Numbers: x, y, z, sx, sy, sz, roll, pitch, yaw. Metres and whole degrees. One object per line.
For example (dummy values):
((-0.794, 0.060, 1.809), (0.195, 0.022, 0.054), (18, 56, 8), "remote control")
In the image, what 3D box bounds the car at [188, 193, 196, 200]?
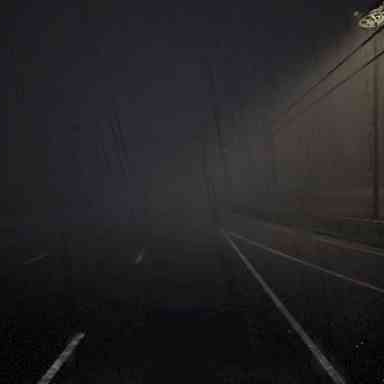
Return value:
((-0.002, 1.545, 92.236), (1.994, 1.385, 4.181), (0, 0, 0), "car")

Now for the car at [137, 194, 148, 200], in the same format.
((-14.002, 1.516, 92.235), (1.812, 1.442, 4.674), (0, 0, 0), "car")

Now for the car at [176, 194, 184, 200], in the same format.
((-3.502, 1.517, 91.819), (2.128, 1.511, 4.902), (0, 0, 0), "car")

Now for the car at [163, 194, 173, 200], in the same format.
((-7.002, 1.587, 92.265), (1.895, 1.301, 4.718), (0, 0, 0), "car")

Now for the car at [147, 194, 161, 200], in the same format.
((-10.502, 1.491, 91.819), (1.837, 1.490, 4.892), (0, 0, 0), "car")
